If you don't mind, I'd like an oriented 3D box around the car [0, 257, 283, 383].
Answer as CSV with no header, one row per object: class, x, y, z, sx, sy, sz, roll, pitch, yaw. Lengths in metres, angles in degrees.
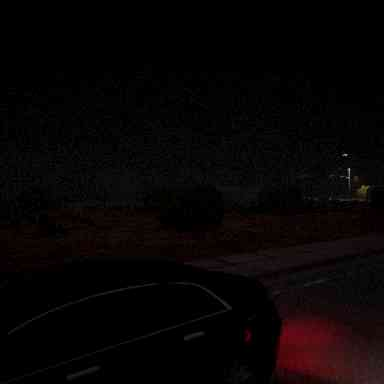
car,-1.231,1.495,3.101,4.892,1.490,1.837,0,0,-35
